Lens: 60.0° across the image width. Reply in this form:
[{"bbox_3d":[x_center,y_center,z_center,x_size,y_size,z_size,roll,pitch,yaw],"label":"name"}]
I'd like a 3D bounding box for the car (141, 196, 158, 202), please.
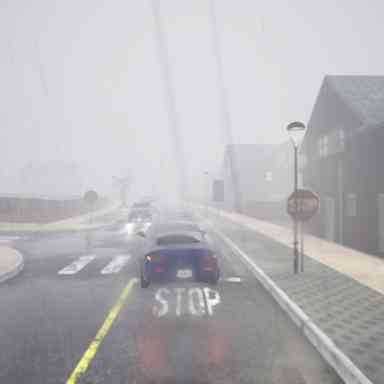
[{"bbox_3d":[-5.049,1.519,37.330,1.812,1.442,4.674,0,0,-7],"label":"car"}]

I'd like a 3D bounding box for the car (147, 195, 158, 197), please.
[{"bbox_3d":[-6.654,1.342,49.799,2.097,1.767,4.553,0,0,-8],"label":"car"}]

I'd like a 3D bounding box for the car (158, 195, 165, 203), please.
[{"bbox_3d":[-6.788,1.338,67.414,2.097,1.767,4.553,0,0,-12],"label":"car"}]

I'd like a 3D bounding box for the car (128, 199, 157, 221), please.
[{"bbox_3d":[-4.074,1.522,27.137,1.812,1.442,4.674,0,0,-5],"label":"car"}]

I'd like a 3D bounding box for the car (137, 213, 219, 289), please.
[{"bbox_3d":[-0.514,1.525,9.156,1.812,1.442,4.674,0,0,-9],"label":"car"}]
